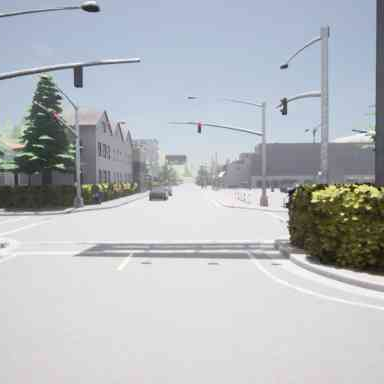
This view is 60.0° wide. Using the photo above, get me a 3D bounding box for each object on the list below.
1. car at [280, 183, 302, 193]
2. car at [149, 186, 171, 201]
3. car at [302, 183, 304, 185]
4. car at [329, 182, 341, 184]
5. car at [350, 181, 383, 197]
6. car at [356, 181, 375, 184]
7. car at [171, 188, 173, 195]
[{"bbox_3d":[15.156,-0.526,52.098,2.007,1.523,4.514,-1,2,-1],"label":"car"},{"bbox_3d":[-3.801,0.144,38.318,1.882,1.535,5.008,-1,2,0],"label":"car"},{"bbox_3d":[18.765,-0.874,59.166,1.970,1.475,3.806,-1,2,-1],"label":"car"},{"bbox_3d":[25.178,-1.036,59.532,2.152,1.636,5.027,-1,2,-1],"label":"car"},{"bbox_3d":[22.169,-0.463,42.135,1.932,1.855,4.605,-1,2,-1],"label":"car"},{"bbox_3d":[18.940,-0.178,34.248,1.905,1.878,3.866,-1,2,-1],"label":"car"},{"bbox_3d":[-3.840,-0.189,48.449,2.128,1.511,4.902,-1,2,0],"label":"car"}]
